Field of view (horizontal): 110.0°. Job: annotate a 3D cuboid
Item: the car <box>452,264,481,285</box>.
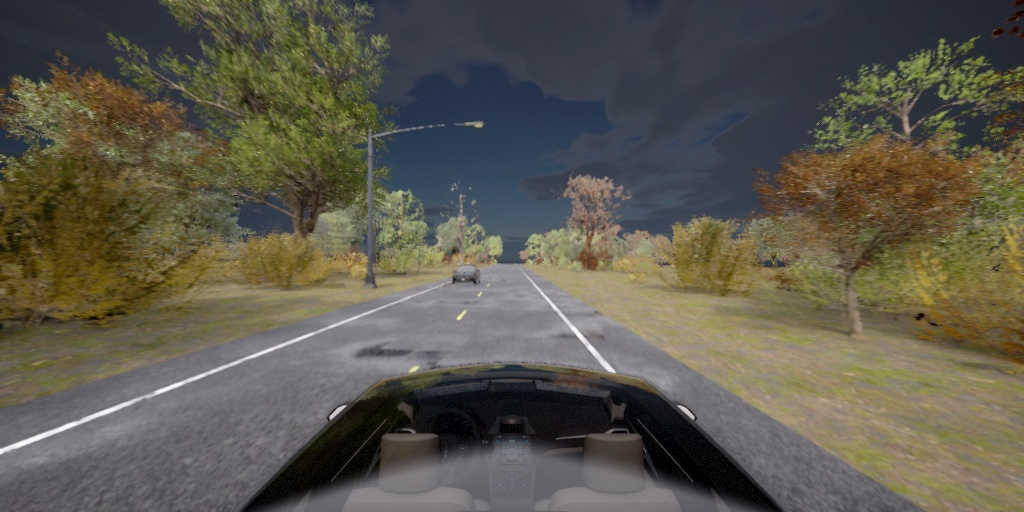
[{"bbox_3d":[-3.533,1.430,28.363,1.882,1.535,5.008,0,0,0],"label":"car"}]
